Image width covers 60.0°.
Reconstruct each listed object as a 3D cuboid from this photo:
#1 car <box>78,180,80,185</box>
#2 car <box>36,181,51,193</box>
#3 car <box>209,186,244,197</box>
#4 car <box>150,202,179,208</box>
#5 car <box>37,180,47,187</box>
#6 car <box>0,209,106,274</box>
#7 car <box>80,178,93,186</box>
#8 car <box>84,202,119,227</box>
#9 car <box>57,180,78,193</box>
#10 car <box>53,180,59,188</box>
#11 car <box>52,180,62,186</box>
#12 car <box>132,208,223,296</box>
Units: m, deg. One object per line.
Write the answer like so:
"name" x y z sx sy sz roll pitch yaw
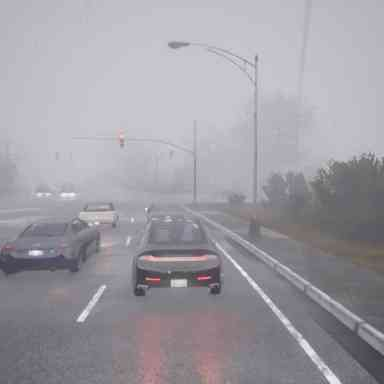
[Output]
"car" -29.503 -2.144 82.258 1.882 1.535 5.008 -1 3 -25
"car" -23.536 -0.544 52.744 1.994 1.385 4.181 -1 3 -23
"car" 4.805 -0.096 46.024 4.902 1.511 2.128 0 3 -22
"car" -1.471 1.217 17.817 2.033 1.411 5.357 0 2 -9
"car" -36.937 -2.094 81.606 2.128 1.511 4.902 -1 3 -25
"car" -4.104 1.455 10.302 1.994 1.385 4.181 0 1 -6
"car" -26.352 -2.476 83.768 2.150 2.045 5.566 -1 3 -25
"car" -5.259 1.226 19.224 1.895 1.301 4.718 0 2 -9
"car" -20.441 -0.702 54.372 2.128 1.511 4.902 -1 3 -25
"car" -26.915 -1.460 68.620 1.882 1.535 5.008 -1 3 -25
"car" -33.783 -2.201 83.120 1.837 1.490 4.892 -1 3 -25
"car" -0.415 1.409 8.480 2.128 1.511 4.902 0 1 -4
